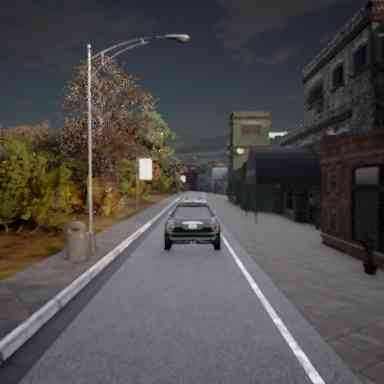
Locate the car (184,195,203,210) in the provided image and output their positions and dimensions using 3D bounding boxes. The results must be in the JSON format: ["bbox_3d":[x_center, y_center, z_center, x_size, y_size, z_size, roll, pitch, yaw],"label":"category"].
[{"bbox_3d":[0.155,1.039,35.039,1.895,1.301,4.718,0,2,1],"label":"car"}]

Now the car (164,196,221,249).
[{"bbox_3d":[0.020,1.212,13.945,2.097,1.767,4.553,0,1,0],"label":"car"}]
